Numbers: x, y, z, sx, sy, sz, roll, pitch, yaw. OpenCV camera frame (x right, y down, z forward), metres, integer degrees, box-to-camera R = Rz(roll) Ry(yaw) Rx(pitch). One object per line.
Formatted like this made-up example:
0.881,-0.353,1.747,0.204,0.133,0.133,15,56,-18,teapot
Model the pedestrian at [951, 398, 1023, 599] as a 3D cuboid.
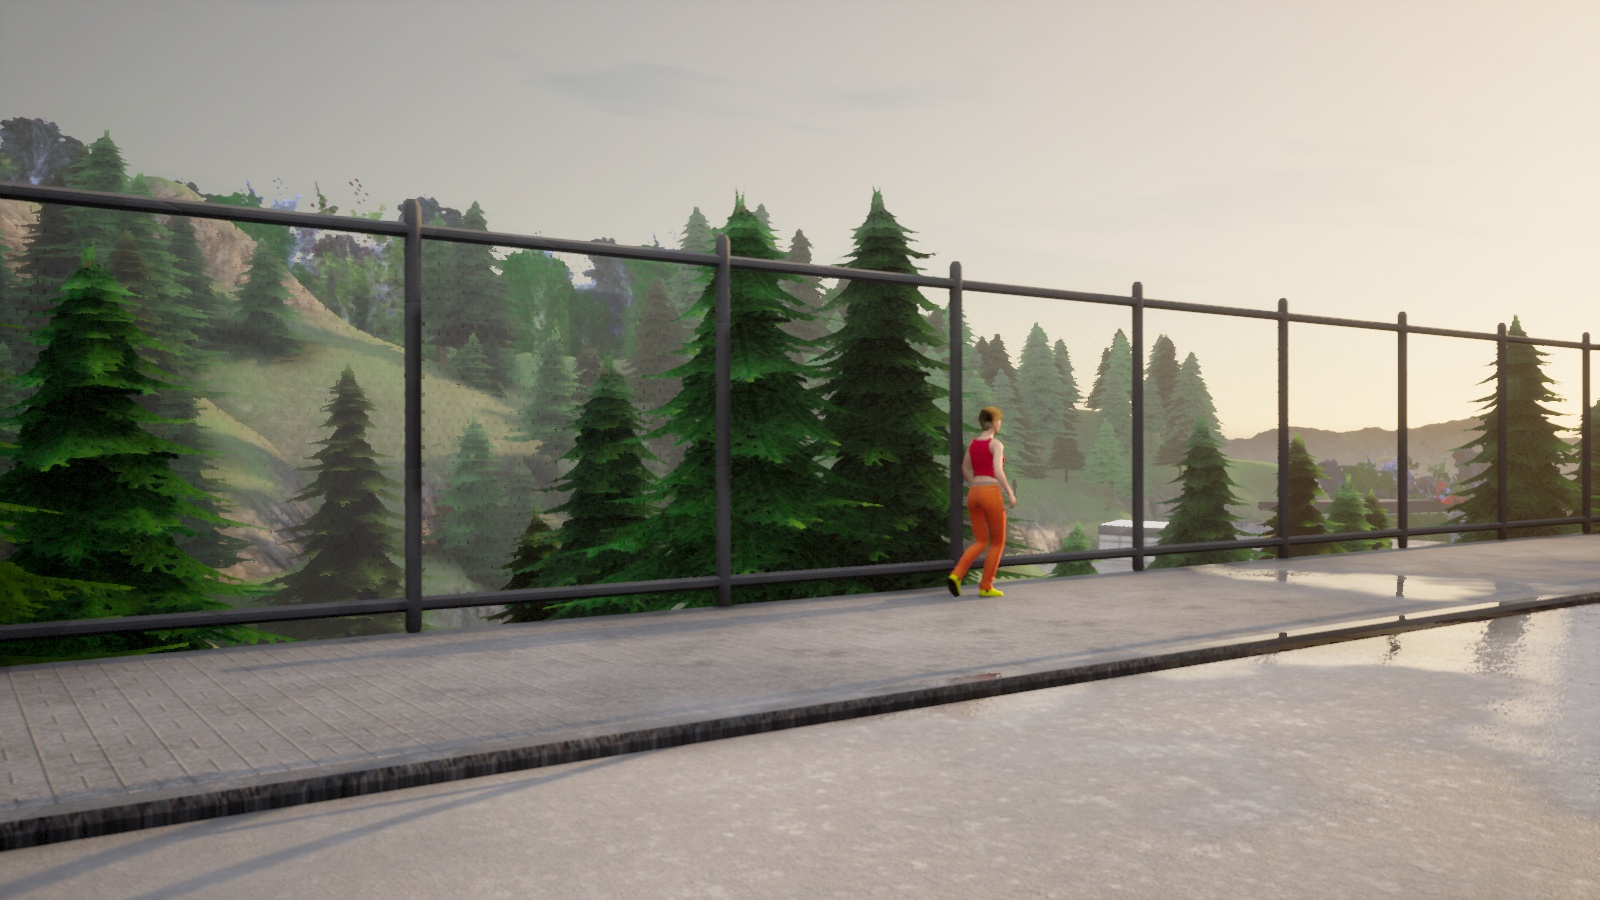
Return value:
1.762,0.442,11.818,0.594,1.836,0.345,0,0,-37,pedestrian
